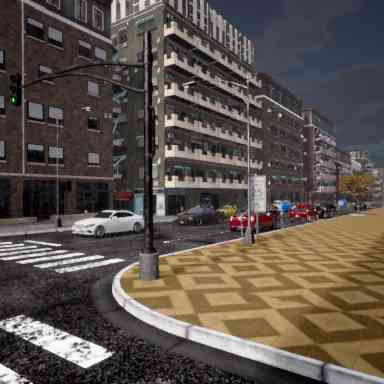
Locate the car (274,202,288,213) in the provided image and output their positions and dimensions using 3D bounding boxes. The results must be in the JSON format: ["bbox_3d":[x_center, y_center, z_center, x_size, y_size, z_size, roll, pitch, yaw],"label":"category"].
[{"bbox_3d":[6.537,1.949,30.050,2.128,1.511,4.902,-1,-1,35],"label":"car"}]

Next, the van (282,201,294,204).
[{"bbox_3d":[13.499,2.174,50.106,1.690,1.788,3.998,-2,-2,35],"label":"van"}]

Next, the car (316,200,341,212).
[{"bbox_3d":[20.577,2.347,50.159,1.837,1.490,4.892,-1,-1,35],"label":"car"}]

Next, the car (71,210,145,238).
[{"bbox_3d":[-4.739,1.778,19.467,1.812,1.442,4.674,-1,-1,34],"label":"car"}]

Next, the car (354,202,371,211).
[{"bbox_3d":[30.022,2.583,59.241,1.947,1.339,4.313,-2,-2,35],"label":"car"}]

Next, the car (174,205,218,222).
[{"bbox_3d":[0.469,2.002,31.432,1.752,1.417,4.829,-2,-2,35],"label":"car"}]

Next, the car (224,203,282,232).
[{"bbox_3d":[4.150,1.751,22.187,1.967,1.590,4.097,-2,-2,35],"label":"car"}]

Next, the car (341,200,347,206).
[{"bbox_3d":[39.273,2.882,87.103,1.690,1.788,3.998,-2,-2,35],"label":"car"}]

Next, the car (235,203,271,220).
[{"bbox_3d":[6.574,2.038,35.672,1.882,1.535,5.008,-1,-1,35],"label":"car"}]

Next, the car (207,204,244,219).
[{"bbox_3d":[3.703,2.090,36.064,1.752,1.417,4.829,-2,-2,35],"label":"car"}]

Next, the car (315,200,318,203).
[{"bbox_3d":[26.434,2.501,68.636,2.192,1.841,5.009,-2,-2,35],"label":"car"}]

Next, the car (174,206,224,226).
[{"bbox_3d":[0.787,1.950,27.395,2.033,1.411,5.357,-1,-1,35],"label":"car"}]

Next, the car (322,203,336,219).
[{"bbox_3d":[13.854,2.141,36.080,1.947,1.339,4.313,-2,-2,35],"label":"car"}]

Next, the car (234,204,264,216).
[{"bbox_3d":[7.034,2.222,40.835,1.947,1.339,4.313,-2,-2,35],"label":"car"}]

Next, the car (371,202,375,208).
[{"bbox_3d":[36.490,2.745,68.506,2.008,1.369,4.403,-2,-2,35],"label":"car"}]

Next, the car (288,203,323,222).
[{"bbox_3d":[10.619,2.032,31.449,1.887,1.381,4.507,-2,-2,35],"label":"car"}]
